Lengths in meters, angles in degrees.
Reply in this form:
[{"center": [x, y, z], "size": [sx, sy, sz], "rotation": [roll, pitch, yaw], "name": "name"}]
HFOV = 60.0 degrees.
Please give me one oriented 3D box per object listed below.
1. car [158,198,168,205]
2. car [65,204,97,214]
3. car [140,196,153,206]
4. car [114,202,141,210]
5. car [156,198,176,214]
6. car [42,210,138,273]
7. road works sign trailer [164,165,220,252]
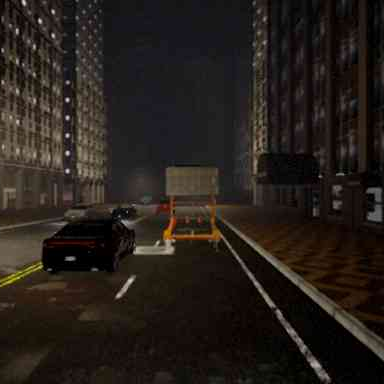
[{"center": [-6.426, 2.009, 73.773], "size": [1.882, 1.535, 5.008], "rotation": [0, -1, 0], "name": "car"}, {"center": [-9.817, 1.804, 29.785], "size": [1.812, 1.442, 4.674], "rotation": [0, -1, 0], "name": "car"}, {"center": [-9.680, 1.866, 71.046], "size": [2.150, 2.045, 5.566], "rotation": [0, -1, 0], "name": "car"}, {"center": [-6.564, 1.899, 32.253], "size": [1.895, 1.301, 4.718], "rotation": [0, -1, 0], "name": "car"}, {"center": [-3.109, 1.724, 40.744], "size": [2.097, 1.767, 4.553], "rotation": [0, -1, 0], "name": "car"}, {"center": [-3.136, 1.581, 11.054], "size": [1.882, 1.535, 5.008], "rotation": [0, 0, 0], "name": "car"}, {"center": [0.022, 0.598, 14.662], "size": [2.380, 3.560, 2.880], "rotation": [0, -1, 1], "name": "road works sign trailer"}]
